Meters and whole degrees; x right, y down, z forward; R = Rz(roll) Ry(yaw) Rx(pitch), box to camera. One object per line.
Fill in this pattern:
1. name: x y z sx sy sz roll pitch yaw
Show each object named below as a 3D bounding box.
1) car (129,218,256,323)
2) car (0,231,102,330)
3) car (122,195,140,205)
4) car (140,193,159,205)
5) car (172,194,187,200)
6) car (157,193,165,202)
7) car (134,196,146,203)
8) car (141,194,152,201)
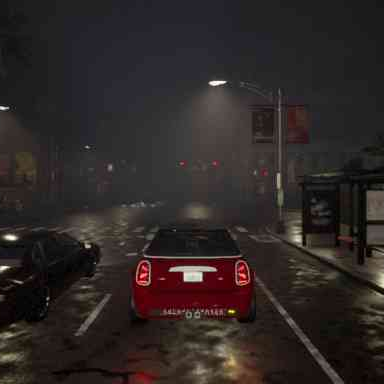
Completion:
1. car: 0.006 1.352 7.348 2.097 1.767 4.553 0 0 0
2. car: -3.494 1.547 7.141 2.033 1.411 5.357 0 0 0
3. car: -11.217 1.352 59.905 2.097 1.767 4.553 0 0 0
4. car: -7.730 1.477 60.365 1.882 1.535 5.008 0 0 0
5. car: -2.994 1.539 92.415 2.033 1.411 5.357 0 0 15
6. car: -7.797 1.225 73.153 2.150 2.045 5.566 0 0 -1
7. car: -11.290 1.595 72.528 1.895 1.301 4.718 0 0 -1
8. car: -11.354 1.355 82.905 2.097 1.767 4.553 0 0 0
